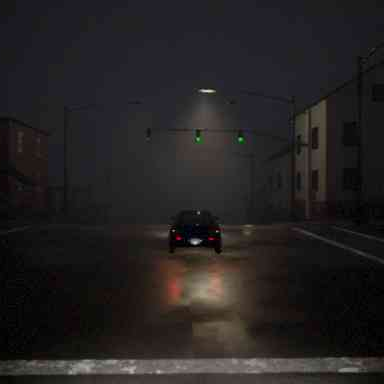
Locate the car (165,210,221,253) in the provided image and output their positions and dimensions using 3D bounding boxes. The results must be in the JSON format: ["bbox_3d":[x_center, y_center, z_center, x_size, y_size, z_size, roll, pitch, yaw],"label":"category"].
[{"bbox_3d":[0.110,1.415,13.061,1.812,1.442,4.674,0,0,0],"label":"car"}]
